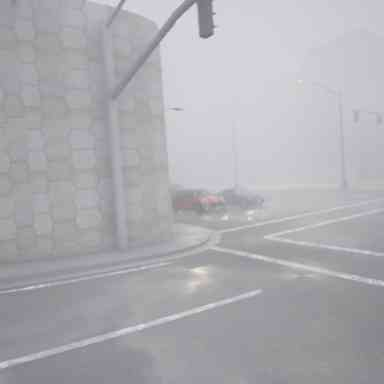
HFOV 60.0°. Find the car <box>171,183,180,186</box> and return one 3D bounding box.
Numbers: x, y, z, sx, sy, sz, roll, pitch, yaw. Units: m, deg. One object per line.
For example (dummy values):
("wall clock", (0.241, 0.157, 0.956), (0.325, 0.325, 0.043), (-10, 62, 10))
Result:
("car", (-2.103, 0.134, 33.912), (2.150, 2.045, 5.566), (-6, 3, -35))

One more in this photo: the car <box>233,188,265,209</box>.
("car", (3.518, 0.440, 26.010), (1.812, 1.442, 4.674), (-6, 3, -35))

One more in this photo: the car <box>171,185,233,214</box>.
("car", (0.441, 0.560, 24.300), (2.097, 1.767, 4.553), (-6, 3, -35))
